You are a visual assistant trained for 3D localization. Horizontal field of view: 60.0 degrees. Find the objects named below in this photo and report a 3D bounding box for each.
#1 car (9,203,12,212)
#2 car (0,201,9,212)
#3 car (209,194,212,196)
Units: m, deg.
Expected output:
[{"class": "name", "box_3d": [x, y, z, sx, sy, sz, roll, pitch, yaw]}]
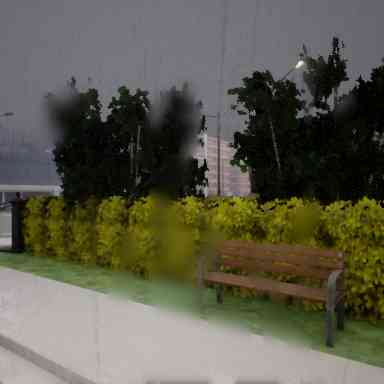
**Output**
[{"class": "car", "box_3d": [-16.631, 1.480, 35.836, 1.812, 1.442, 4.674, 0, 0, 35]}, {"class": "car", "box_3d": [-19.769, 1.520, 37.453, 1.994, 1.385, 4.181, 0, 0, 35]}, {"class": "car", "box_3d": [1.910, 0.898, 62.233, 2.033, 1.411, 5.357, 0, 1, 36]}]
